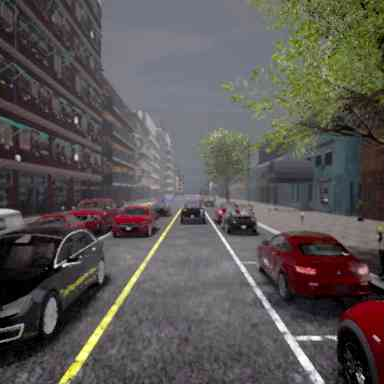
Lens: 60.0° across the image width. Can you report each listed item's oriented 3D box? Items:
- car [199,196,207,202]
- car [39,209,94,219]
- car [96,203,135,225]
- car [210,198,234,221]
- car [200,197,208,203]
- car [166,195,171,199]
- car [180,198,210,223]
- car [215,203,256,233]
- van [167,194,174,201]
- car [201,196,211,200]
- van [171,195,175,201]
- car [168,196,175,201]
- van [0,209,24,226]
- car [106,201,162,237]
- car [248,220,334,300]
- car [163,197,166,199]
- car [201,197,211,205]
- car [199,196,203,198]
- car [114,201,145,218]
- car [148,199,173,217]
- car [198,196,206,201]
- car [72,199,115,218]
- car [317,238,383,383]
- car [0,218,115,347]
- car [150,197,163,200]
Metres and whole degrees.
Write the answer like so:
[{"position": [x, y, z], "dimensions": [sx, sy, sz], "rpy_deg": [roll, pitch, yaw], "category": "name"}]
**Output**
[{"position": [2.686, 1.737, 82.163], "dimensions": [1.887, 1.381, 4.507], "rpy_deg": [0, 0, 0], "category": "car"}, {"position": [-5.692, 1.599, 13.805], "dimensions": [1.802, 1.307, 4.206], "rpy_deg": [0, 0, 0], "category": "car"}, {"position": [-5.692, 1.603, 25.198], "dimensions": [1.947, 1.339, 4.313], "rpy_deg": [0, 0, 0], "category": "car"}, {"position": [2.688, 1.477, 25.197], "dimensions": [1.967, 1.590, 4.097], "rpy_deg": [0, 0, 0], "category": "car"}, {"position": [2.686, 1.753, 76.466], "dimensions": [1.802, 1.307, 4.206], "rpy_deg": [0, 0, 0], "category": "car"}, {"position": [-5.694, 1.701, 65.075], "dimensions": [1.947, 1.339, 4.313], "rpy_deg": [0, 0, 0], "category": "car"}, {"position": [0.070, 1.533, 26.262], "dimensions": [2.128, 1.511, 4.902], "rpy_deg": [0, 0, 0], "category": "car"}, {"position": [2.689, 1.577, 19.500], "dimensions": [2.008, 1.369, 4.403], "rpy_deg": [0, 0, 0], "category": "car"}, {"position": [-5.696, 1.554, 87.863], "dimensions": [1.690, 1.788, 3.998], "rpy_deg": [0, 0, 0], "category": "van"}, {"position": [2.687, 1.653, 53.681], "dimensions": [2.008, 1.369, 4.403], "rpy_deg": [0, 0, 0], "category": "car"}, {"position": [-5.696, 1.533, 82.167], "dimensions": [1.690, 1.788, 3.998], "rpy_deg": [0, 0, 0], "category": "van"}, {"position": [-5.695, 1.816, 93.560], "dimensions": [1.802, 1.307, 4.206], "rpy_deg": [0, 0, 0], "category": "car"}, {"position": [-5.692, 1.351, 8.108], "dimensions": [1.690, 1.788, 3.998], "rpy_deg": [0, 0, 0], "category": "van"}, {"position": [-3.040, 1.503, 18.496], "dimensions": [1.882, 1.535, 5.008], "rpy_deg": [0, 0, 0], "category": "car"}, {"position": [2.689, 1.591, 8.107], "dimensions": [1.802, 1.307, 4.206], "rpy_deg": [0, 0, 0], "category": "car"}, {"position": [-5.693, 1.647, 53.683], "dimensions": [1.887, 1.381, 4.507], "rpy_deg": [0, 0, 0], "category": "car"}, {"position": [2.687, 1.679, 65.072], "dimensions": [1.887, 1.381, 4.507], "rpy_deg": [0, 0, 0], "category": "car"}, {"position": [0.095, 1.648, 46.448], "dimensions": [1.994, 1.385, 4.181], "rpy_deg": [0, 0, 0], "category": "car"}, {"position": [-5.692, 1.600, 30.894], "dimensions": [2.008, 1.369, 4.403], "rpy_deg": [0, 0, 0], "category": "car"}, {"position": [-3.036, 1.652, 31.713], "dimensions": [1.895, 1.301, 4.718], "rpy_deg": [0, 0, 1], "category": "car"}, {"position": [2.686, 1.779, 87.860], "dimensions": [1.947, 1.339, 4.313], "rpy_deg": [0, 0, 0], "category": "car"}, {"position": [-5.693, 1.342, 19.502], "dimensions": [2.192, 1.841, 5.009], "rpy_deg": [0, 0, 0], "category": "car"}, {"position": [2.689, 1.443, 2.409], "dimensions": [1.967, 1.590, 4.097], "rpy_deg": [0, 0, 0], "category": "car"}, {"position": [-3.082, 1.514, 6.620], "dimensions": [1.837, 1.490, 4.892], "rpy_deg": [0, 0, 0], "category": "car"}, {"position": [-5.694, 1.614, 47.816], "dimensions": [1.752, 1.417, 4.829], "rpy_deg": [0, 0, 0], "category": "car"}]
